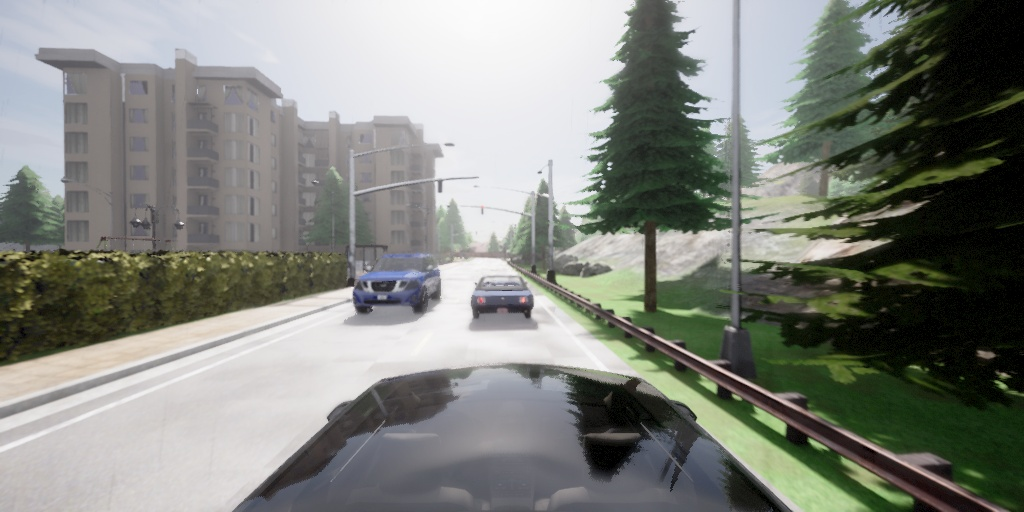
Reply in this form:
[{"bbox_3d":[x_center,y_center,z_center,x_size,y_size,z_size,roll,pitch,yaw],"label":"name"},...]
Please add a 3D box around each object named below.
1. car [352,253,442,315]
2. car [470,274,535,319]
[{"bbox_3d":[-4.076,0.910,13.727,2.150,2.045,5.566,0,0,-2],"label":"car"},{"bbox_3d":[-0.374,1.279,12.484,1.895,1.301,4.718,0,0,-3],"label":"car"}]
